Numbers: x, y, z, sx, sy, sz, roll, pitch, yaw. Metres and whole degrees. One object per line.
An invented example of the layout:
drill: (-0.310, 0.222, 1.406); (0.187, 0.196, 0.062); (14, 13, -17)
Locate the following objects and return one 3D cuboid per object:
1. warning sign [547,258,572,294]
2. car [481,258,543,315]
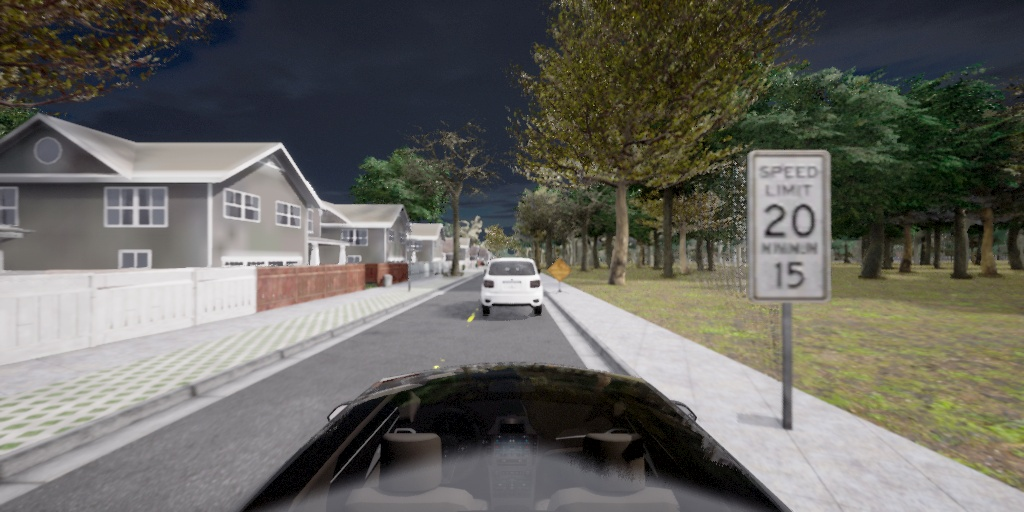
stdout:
warning sign: (2.520, 1.037, 18.975); (1.300, 1.860, 1.060); (0, 0, 0)
car: (0.010, 1.101, 14.417); (2.150, 2.045, 5.566); (0, 0, 0)
